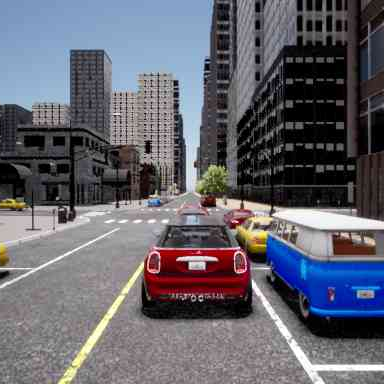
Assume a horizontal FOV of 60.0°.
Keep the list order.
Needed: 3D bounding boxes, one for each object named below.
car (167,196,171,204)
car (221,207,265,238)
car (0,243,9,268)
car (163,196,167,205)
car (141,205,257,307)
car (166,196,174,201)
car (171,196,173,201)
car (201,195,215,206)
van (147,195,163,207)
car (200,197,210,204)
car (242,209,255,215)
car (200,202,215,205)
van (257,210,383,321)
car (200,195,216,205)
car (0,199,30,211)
[{"bbox_3d":[-5.782,1.529,67.262,1.967,1.590,4.097,0,0,0],"label":"car"},{"bbox_3d":[2.663,1.587,18.315,1.802,1.307,4.206,0,0,0],"label":"car"},{"bbox_3d":[-5.701,1.525,6.807,1.752,1.417,4.829,0,0,0],"label":"car"},{"bbox_3d":[-5.767,1.505,56.213,1.967,1.590,4.097,0,0,0],"label":"car"},{"bbox_3d":[0.088,1.352,8.127,2.097,1.767,4.553,0,0,0],"label":"car"},{"bbox_3d":[-5.811,1.673,89.187,1.752,1.417,4.829,0,0,0],"label":"car"},{"bbox_3d":[-5.789,1.654,72.785,2.008,1.369,4.403,0,0,0],"label":"car"},{"bbox_3d":[2.612,1.380,56.227,2.192,1.841,5.009,0,0,0],"label":"car"},{"bbox_3d":[-5.760,1.395,50.690,1.690,1.788,3.998,0,0,0],"label":"van"},{"bbox_3d":[2.599,1.655,67.275,1.947,1.339,4.313,0,0,0],"label":"car"},{"bbox_3d":[2.670,1.527,12.822,1.752,1.417,4.829,0,0,0],"label":"car"},{"bbox_3d":[0.077,1.482,17.334,1.882,1.535,5.008,0,0,0],"label":"car"},{"bbox_3d":[2.678,1.341,6.988,1.690,1.788,3.998,0,0,0],"label":"van"},{"bbox_3d":[2.619,1.369,50.703,2.192,1.841,5.009,0,0,0],"label":"car"},{"bbox_3d":[-21.460,1.469,38.500,4.829,1.417,1.752,0,0,0],"label":"car"}]
